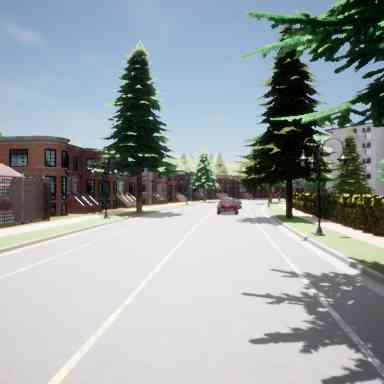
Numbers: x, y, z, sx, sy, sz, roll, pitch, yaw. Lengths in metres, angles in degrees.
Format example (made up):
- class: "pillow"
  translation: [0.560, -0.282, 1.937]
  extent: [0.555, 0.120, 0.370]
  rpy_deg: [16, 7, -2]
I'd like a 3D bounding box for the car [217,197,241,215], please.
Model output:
- class: "car"
  translation: [3.811, 1.352, 34.849]
  extent: [2.097, 1.767, 4.553]
  rpy_deg: [0, 0, 9]
